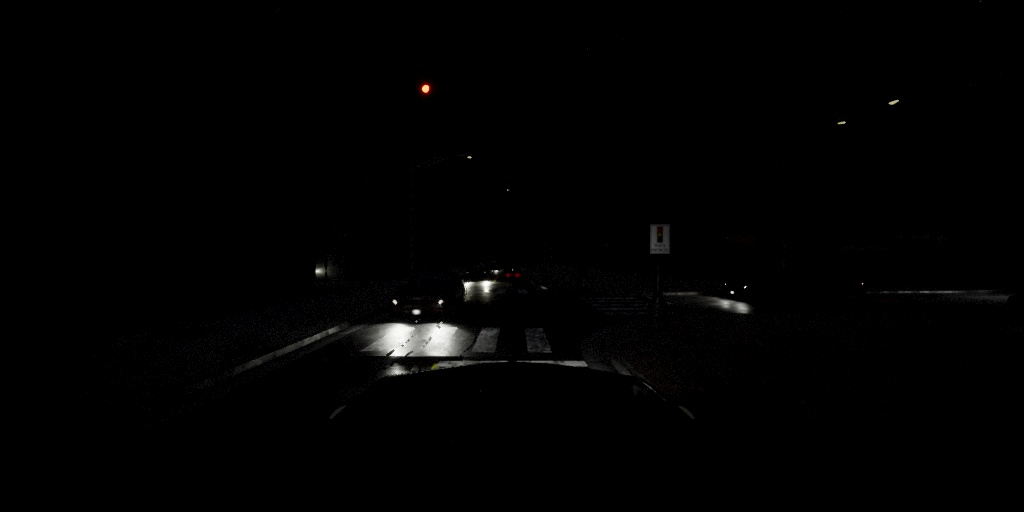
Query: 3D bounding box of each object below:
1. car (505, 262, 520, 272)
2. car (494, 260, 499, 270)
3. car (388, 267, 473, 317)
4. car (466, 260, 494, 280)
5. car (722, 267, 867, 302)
[{"bbox_3d":[0.074,1.368,46.250,1.895,1.301,4.718,0,0,0],"label":"car"},{"bbox_3d":[-2.861,1.323,52.570,2.033,1.411,5.357,0,0,0],"label":"car"},{"bbox_3d":[-2.855,1.297,13.386,2.033,1.411,5.357,0,0,0],"label":"car"},{"bbox_3d":[-2.866,1.232,30.934,1.882,1.535,5.008,0,0,0],"label":"car"},{"bbox_3d":[12.451,1.218,15.951,5.357,1.411,2.033,0,0,0],"label":"car"}]
